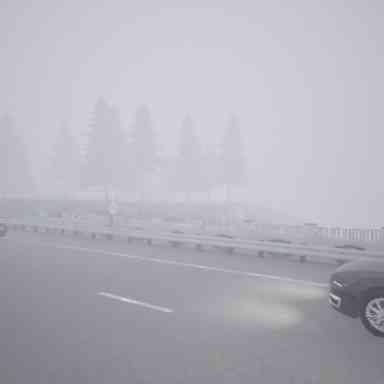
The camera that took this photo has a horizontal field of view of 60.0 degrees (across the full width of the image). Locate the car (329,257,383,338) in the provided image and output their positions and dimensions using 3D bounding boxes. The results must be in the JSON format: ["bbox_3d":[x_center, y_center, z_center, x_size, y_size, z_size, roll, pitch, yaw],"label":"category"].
[{"bbox_3d":[4.672,1.501,4.960,4.892,1.490,1.837,0,0,35],"label":"car"}]

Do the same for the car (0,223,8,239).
[{"bbox_3d":[-10.948,1.732,16.084,4.718,1.301,1.895,-1,0,35],"label":"car"}]
